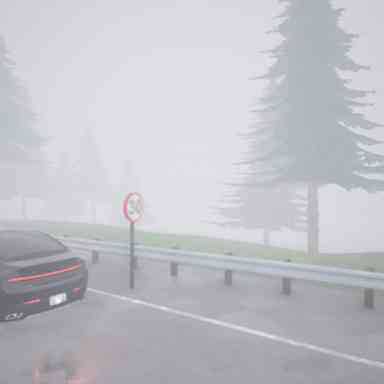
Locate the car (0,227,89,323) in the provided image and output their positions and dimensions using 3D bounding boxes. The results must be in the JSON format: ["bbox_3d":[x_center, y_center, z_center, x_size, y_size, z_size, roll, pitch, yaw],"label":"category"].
[{"bbox_3d":[-4.177,1.475,6.730,4.892,1.490,1.837,0,0,34],"label":"car"}]
